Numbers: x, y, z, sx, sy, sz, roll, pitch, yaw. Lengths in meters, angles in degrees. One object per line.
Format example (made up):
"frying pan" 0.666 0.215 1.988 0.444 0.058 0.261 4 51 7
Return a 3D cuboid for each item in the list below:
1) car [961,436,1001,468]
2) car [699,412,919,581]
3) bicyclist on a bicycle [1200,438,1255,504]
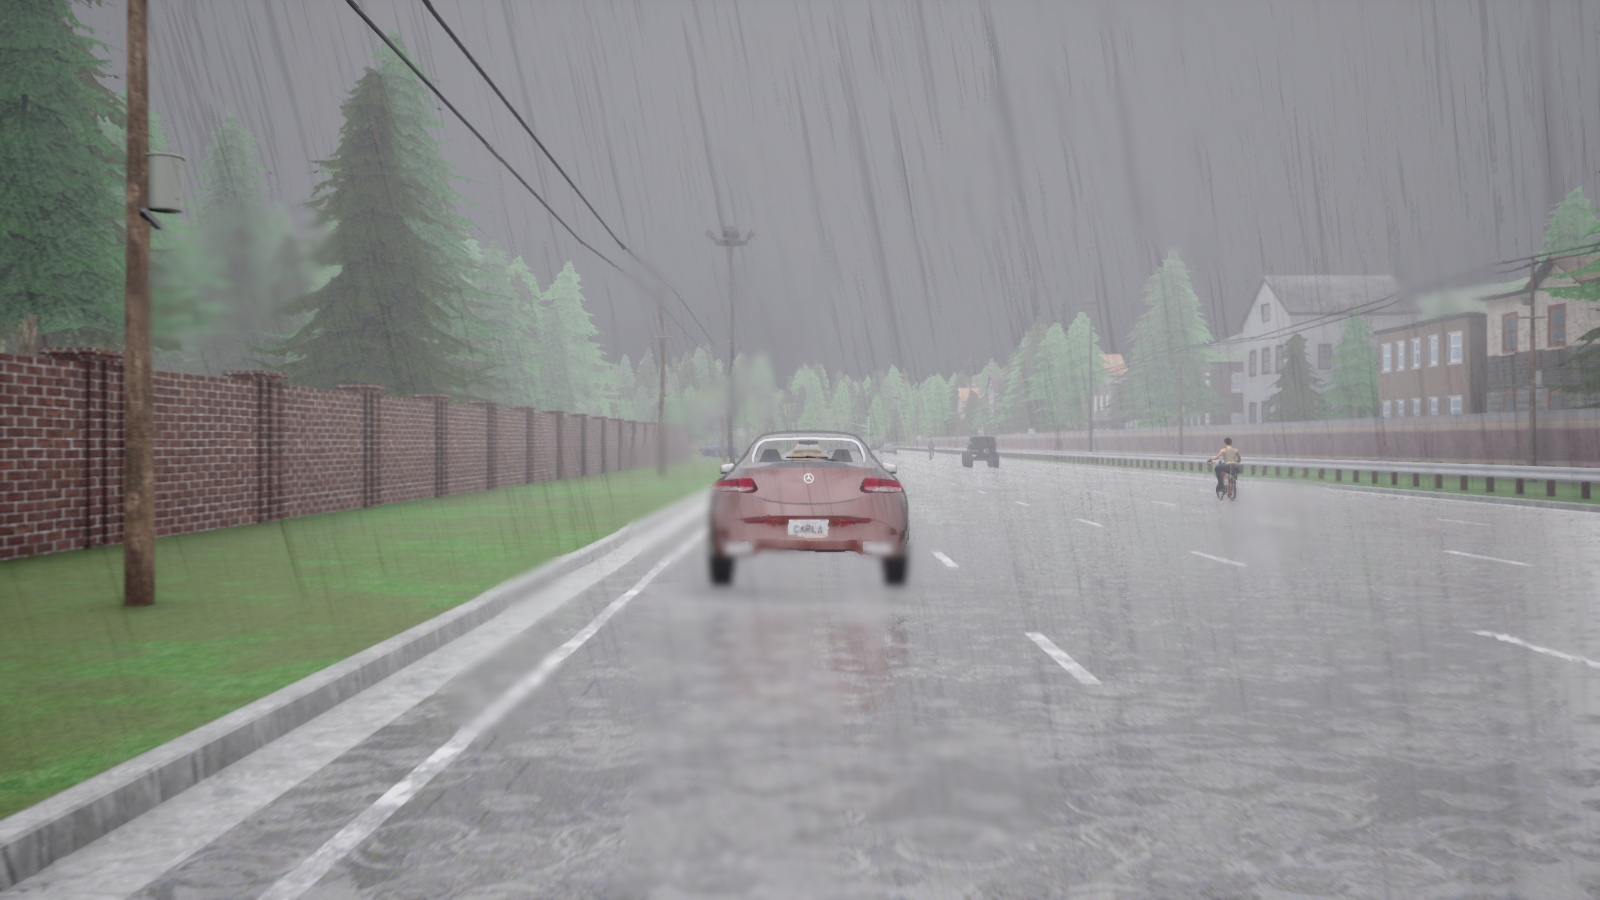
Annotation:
"car" 10.951 0.121 76.237 1.905 1.878 3.866 0 0 0
"car" 0.100 0.442 14.775 2.152 1.651 5.027 0 0 0
"bicyclist on a bicycle" 10.690 0.514 31.452 0.866 1.612 1.509 0 0 1
